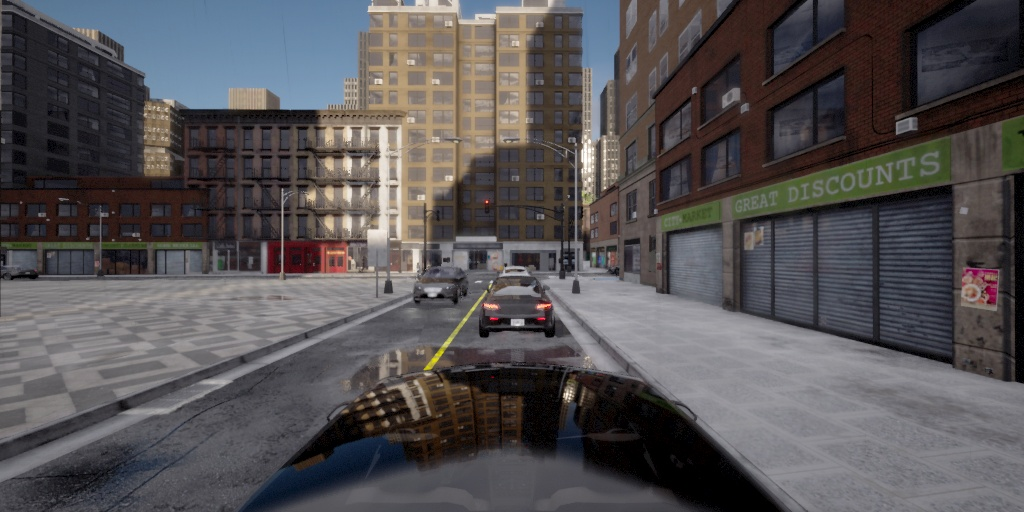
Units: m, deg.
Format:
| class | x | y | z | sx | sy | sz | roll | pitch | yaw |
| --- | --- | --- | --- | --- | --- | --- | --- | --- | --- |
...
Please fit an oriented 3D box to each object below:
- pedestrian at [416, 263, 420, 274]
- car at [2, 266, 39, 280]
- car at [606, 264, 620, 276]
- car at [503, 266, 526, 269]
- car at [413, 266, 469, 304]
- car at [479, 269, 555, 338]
| class | x | y | z | sx | sy | sz | roll | pitch | yaw |
| --- | --- | --- | --- | --- | --- | --- | --- | --- | --- |
| pedestrian | -10.050 | 0.969 | 38.287 | 0.375 | 1.860 | 0.375 | 0 | 0 | -1 |
| car | -49.092 | 1.634 | 34.868 | 4.181 | 1.385 | 1.994 | 0 | 0 | 1 |
| car | 11.723 | 1.151 | 35.461 | 4.674 | 1.442 | 1.812 | -1 | 0 | -2 |
| car | 0.145 | 1.269 | 19.870 | 1.812 | 1.442 | 4.674 | 0 | 0 | -1 |
| car | -3.074 | 1.238 | 16.280 | 2.128 | 1.511 | 4.902 | 0 | 0 | 0 |
| car | 0.119 | 1.274 | 10.089 | 1.812 | 1.442 | 4.674 | 0 | 0 | 0 |
